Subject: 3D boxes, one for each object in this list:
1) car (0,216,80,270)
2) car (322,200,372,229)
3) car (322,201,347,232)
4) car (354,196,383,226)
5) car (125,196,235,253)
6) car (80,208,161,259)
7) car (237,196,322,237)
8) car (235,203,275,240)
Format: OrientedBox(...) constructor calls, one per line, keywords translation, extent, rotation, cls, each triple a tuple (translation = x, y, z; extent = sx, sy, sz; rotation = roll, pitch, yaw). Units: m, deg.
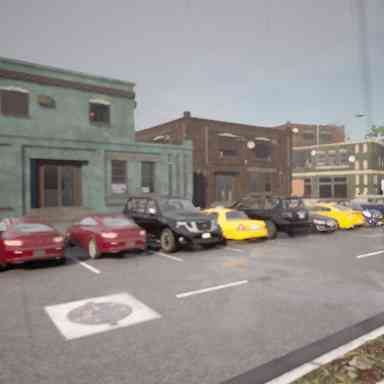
OrientedBox(translation=(-5.526, 1.511, 11.026), extent=(2.002, 1.452, 4.674), rotation=(0, 0, -35), cls="car")
OrientedBox(translation=(7.956, 1.458, 20.625), extent=(2.097, 1.535, 5.008), rotation=(0, 0, -35), cls="car")
OrientedBox(translation=(5.787, 1.460, 19.095), extent=(2.231, 1.521, 4.892), rotation=(0, 0, -35), cls="car")
OrientedBox(translation=(10.300, 1.332, 22.340), extent=(2.185, 1.767, 4.553), rotation=(0, 0, -35), cls="car")
OrientedBox(translation=(-1.086, 1.213, 14.157), extent=(2.435, 2.045, 5.566), rotation=(0, 0, -35), cls="car")
OrientedBox(translation=(-3.314, 1.507, 12.600), extent=(2.002, 1.452, 4.674), rotation=(0, 0, -35), cls="car")
OrientedBox(translation=(3.511, 1.209, 17.502), extent=(2.435, 2.045, 5.566), rotation=(0, 0, -35), cls="car")
OrientedBox(translation=(1.156, 1.459, 16.016), extent=(1.946, 1.575, 5.366), rotation=(0, 0, -35), cls="car")
